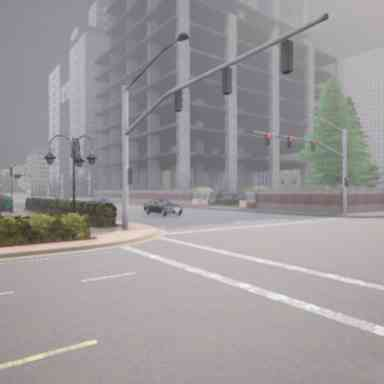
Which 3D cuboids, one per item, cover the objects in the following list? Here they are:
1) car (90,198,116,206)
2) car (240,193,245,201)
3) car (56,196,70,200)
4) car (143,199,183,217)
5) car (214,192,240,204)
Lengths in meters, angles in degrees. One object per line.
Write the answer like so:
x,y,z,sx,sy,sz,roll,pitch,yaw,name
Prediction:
-11.553,1.447,42.698,2.033,1.411,5.357,0,0,-36,car
7.741,1.003,55.477,1.905,1.878,3.866,0,0,-36,car
-22.491,1.461,57.884,1.837,1.490,4.892,0,0,-36,car
-2.707,1.391,30.549,2.128,1.511,4.902,0,0,-36,car
5.354,1.012,53.760,1.905,1.878,3.866,0,0,-36,car
